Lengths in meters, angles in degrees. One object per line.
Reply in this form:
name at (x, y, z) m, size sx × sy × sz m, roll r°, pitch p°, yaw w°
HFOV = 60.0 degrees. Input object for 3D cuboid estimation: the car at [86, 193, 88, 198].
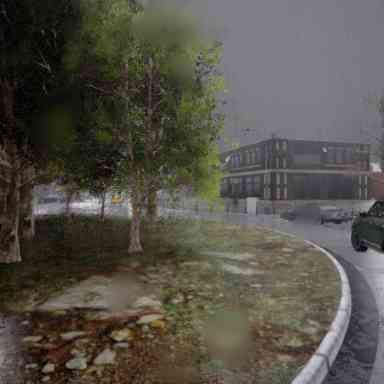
car at (-30.867, 1.017, 88.003) m, size 5.008 × 1.535 × 2.097 m, roll 0°, pitch 1°, yaw -9°

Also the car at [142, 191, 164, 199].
car at (-10.197, 0.824, 86.715) m, size 5.566 × 2.045 × 2.435 m, roll 0°, pitch 1°, yaw -9°

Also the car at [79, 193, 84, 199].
car at (-29.576, 0.871, 79.829) m, size 5.566 × 2.045 × 2.435 m, roll 0°, pitch 1°, yaw -9°

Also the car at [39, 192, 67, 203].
car at (-26.892, 1.180, 63.500) m, size 4.553 × 1.767 × 2.185 m, roll 0°, pitch 0°, yaw -9°

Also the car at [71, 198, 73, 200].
car at (-27.796, 1.293, 68.945) m, size 4.674 × 1.452 × 2.002 m, roll 0°, pitch 1°, yaw -9°

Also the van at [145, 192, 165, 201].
van at (-8.166, 1.029, 73.094) m, size 4.442 × 1.987 × 1.878 m, roll 0°, pitch 1°, yaw -9°

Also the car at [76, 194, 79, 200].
car at (-28.680, 1.194, 74.393) m, size 4.892 × 1.521 × 2.231 m, roll 0°, pitch 1°, yaw -9°

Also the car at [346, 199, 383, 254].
car at (6.917, 1.221, 10.697) m, size 2.150 × 2.045 × 5.566 m, roll 0°, pitch 0°, yaw 11°

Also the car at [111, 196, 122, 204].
car at (-13.245, 1.360, 58.525) m, size 1.882 × 1.535 × 5.008 m, roll 0°, pitch 0°, yaw -11°

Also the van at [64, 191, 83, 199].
van at (-30.308, 0.826, 85.297) m, size 4.442 × 1.987 × 1.878 m, roll 0°, pitch 1°, yaw -9°

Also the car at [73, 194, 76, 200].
car at (-28.205, 1.098, 71.670) m, size 4.553 × 1.767 × 2.185 m, roll 0°, pitch 1°, yaw -9°

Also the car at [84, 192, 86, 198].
car at (-29.804, 1.084, 82.589) m, size 5.366 × 1.575 × 1.946 m, roll 0°, pitch 1°, yaw -9°

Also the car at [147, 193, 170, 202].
car at (-6.763, 1.354, 64.871) m, size 4.792 × 1.488 × 2.163 m, roll 0°, pitch 0°, yaw -9°

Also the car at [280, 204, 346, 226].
car at (8.534, 1.512, 23.357) m, size 2.033 × 1.411 × 5.357 m, roll 0°, pitch 0°, yaw -23°

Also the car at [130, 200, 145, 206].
car at (-8.292, 1.545, 50.371) m, size 1.895 × 1.301 × 4.718 m, roll 0°, pitch 0°, yaw -16°
